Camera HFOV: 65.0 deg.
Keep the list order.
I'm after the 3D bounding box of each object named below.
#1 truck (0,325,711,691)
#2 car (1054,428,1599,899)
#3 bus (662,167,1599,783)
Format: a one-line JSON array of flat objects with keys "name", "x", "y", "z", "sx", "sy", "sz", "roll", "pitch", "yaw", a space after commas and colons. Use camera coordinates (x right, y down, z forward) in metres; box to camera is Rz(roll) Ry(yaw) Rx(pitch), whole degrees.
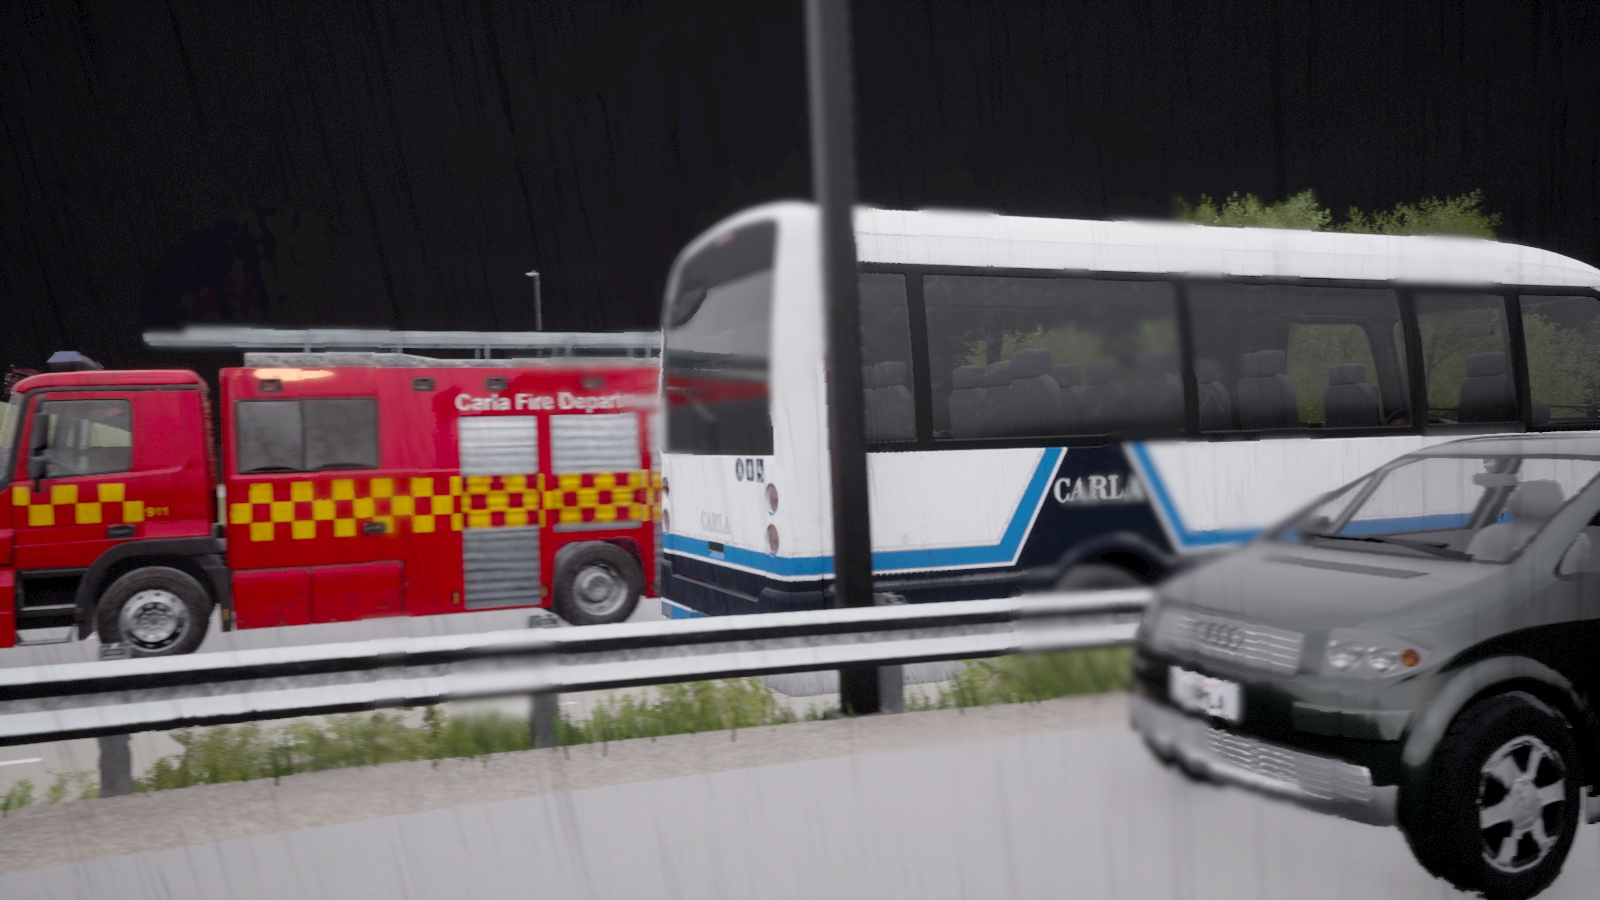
[{"name": "truck", "x": -5.662, "y": 0.498, "z": 15.894, "sx": 8.468, "sy": 3.827, "sz": 2.891, "roll": -2, "pitch": 1, "yaw": -23}, {"name": "car", "x": 3.148, "y": 0.697, "z": 5.235, "sx": 3.705, "sy": 1.549, "sz": 1.789, "roll": 0, "pitch": 0, "yaw": -20}, {"name": "bus", "x": 4.214, "y": 0.026, "z": 12.482, "sx": 10.273, "sy": 4.253, "sz": 3.944, "roll": -2, "pitch": 1, "yaw": -23}]
